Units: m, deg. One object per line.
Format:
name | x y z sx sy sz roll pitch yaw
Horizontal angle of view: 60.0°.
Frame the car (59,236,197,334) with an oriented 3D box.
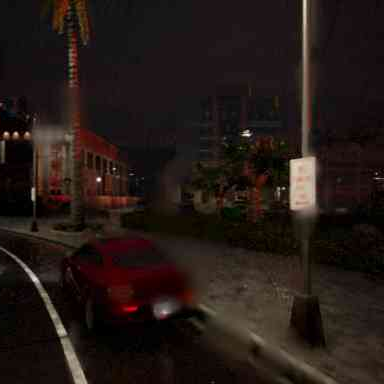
car | -1.586 1.666 7.112 1.812 1.442 4.674 1 -1 -30
